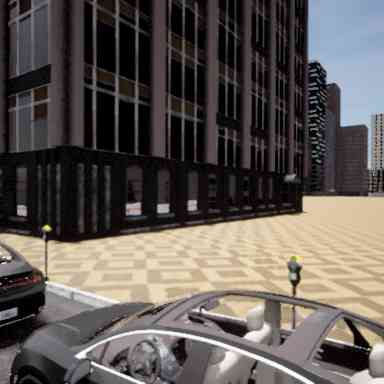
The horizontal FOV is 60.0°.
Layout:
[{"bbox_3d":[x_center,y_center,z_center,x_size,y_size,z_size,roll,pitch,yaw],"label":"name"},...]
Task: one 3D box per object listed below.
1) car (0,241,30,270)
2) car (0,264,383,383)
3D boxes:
[{"bbox_3d":[-4.394,1.491,6.021,4.403,1.369,2.008,1,0,36],"label":"car"},{"bbox_3d":[0.212,1.540,2.727,4.403,1.369,2.008,1,0,36],"label":"car"}]
